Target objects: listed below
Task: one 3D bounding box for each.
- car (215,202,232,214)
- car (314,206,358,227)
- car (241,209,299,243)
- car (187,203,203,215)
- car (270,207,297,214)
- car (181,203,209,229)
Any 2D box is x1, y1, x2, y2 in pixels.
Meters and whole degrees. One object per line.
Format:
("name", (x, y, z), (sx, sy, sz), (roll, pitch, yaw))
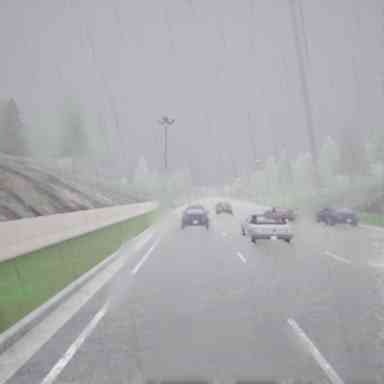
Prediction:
("car", (3.822, 1.965, 40.637), (2.033, 1.411, 5.357), (0, -1, 1))
("car", (10.736, 1.807, 25.006), (1.812, 1.442, 4.674), (0, -1, 0))
("car", (3.690, 1.784, 17.140), (1.895, 1.301, 4.718), (0, -1, 0))
("car", (0.335, 2.015, 41.277), (1.895, 1.301, 4.718), (0, -1, 0))
("car", (7.251, 1.899, 27.696), (1.895, 1.301, 4.718), (0, -1, 0))
("car", (0.237, 1.760, 23.274), (1.812, 1.442, 4.674), (0, -1, 1))
